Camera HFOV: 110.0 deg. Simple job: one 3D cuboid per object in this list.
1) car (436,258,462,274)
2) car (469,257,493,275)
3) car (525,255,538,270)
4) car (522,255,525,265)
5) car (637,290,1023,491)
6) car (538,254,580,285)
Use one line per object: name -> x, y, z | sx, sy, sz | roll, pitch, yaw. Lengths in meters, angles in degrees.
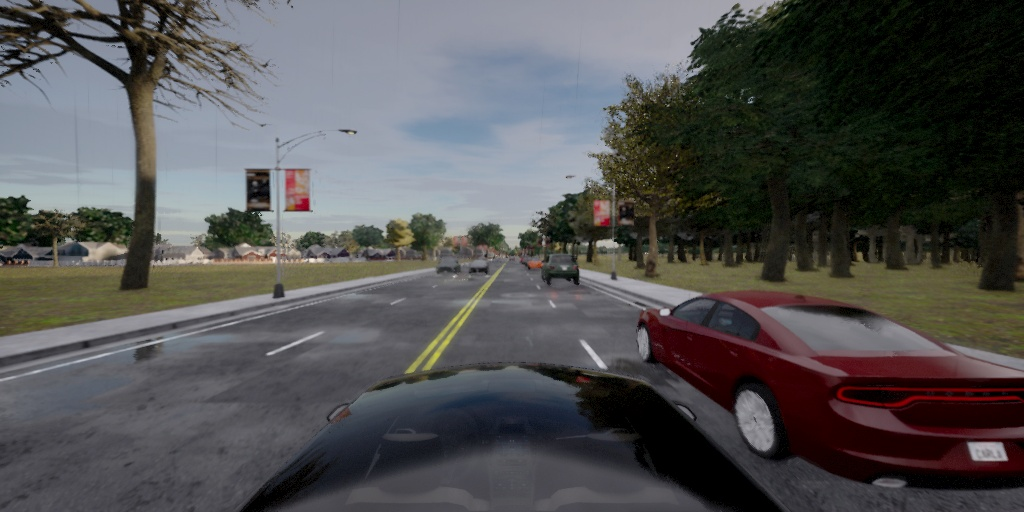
car -> -6.588, 0.980, 37.731 | 2.097, 1.767, 4.553 | 0, 0, 0
car -> -3.339, 1.107, 37.407 | 1.882, 1.535, 5.008 | 0, 0, 0
car -> 3.252, 0.967, 49.808 | 2.097, 1.767, 4.553 | 0, 0, 0
car -> 3.252, 0.958, 60.809 | 2.097, 1.767, 4.553 | 0, 0, 0
car -> 3.349, 1.213, 5.000 | 1.882, 1.535, 5.008 | 0, 0, 0
car -> 3.351, 0.879, 25.393 | 2.150, 2.045, 5.566 | 0, 0, 0
